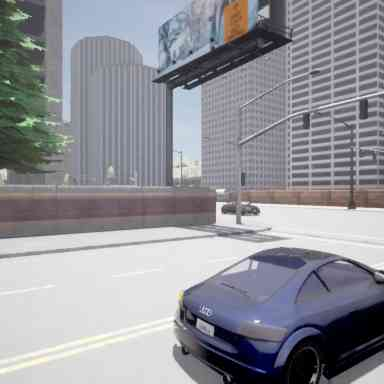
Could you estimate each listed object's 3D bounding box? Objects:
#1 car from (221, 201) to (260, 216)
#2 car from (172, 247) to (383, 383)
[{"bbox_3d":[4.732,1.564,32.797,1.994,1.385,4.181,0,0,-35],"label":"car"},{"bbox_3d":[1.796,1.564,5.074,4.181,1.385,1.994,0,0,-35],"label":"car"}]
